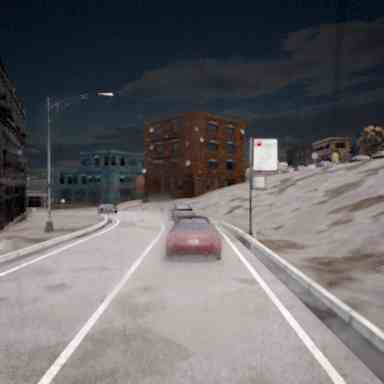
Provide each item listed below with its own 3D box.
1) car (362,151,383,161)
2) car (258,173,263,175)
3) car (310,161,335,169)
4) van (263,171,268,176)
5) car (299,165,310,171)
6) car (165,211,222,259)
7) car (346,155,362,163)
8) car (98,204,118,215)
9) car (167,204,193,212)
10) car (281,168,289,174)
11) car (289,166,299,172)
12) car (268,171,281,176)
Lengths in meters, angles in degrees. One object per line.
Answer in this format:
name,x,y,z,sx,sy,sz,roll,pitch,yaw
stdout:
car,21.856,-3.905,37.378,2.231,1.521,4.892,0,1,-1
car,20.638,-4.385,92.570,2.002,1.452,4.674,0,0,-1
car,21.487,-4.217,53.832,2.185,1.767,4.553,0,1,-1
van,20.761,-4.616,86.927,1.878,1.987,4.442,0,0,-1
car,21.366,-4.107,59.326,2.002,1.452,4.674,0,1,-1
car,0.063,1.621,12.920,1.994,1.385,4.181,0,-1,0
car,21.726,-3.975,42.895,2.231,1.521,4.892,0,1,-1
car,-12.035,2.449,47.448,1.837,1.490,4.892,0,-3,-32
car,-0.955,1.752,27.661,2.128,1.511,4.902,0,-1,-9
car,21.121,-4.383,70.518,2.185,1.767,4.553,0,1,-1
car,21.242,-4.331,64.999,2.185,1.767,4.553,0,1,-1
car,20.879,-4.350,81.533,2.231,1.521,4.892,0,0,-1
